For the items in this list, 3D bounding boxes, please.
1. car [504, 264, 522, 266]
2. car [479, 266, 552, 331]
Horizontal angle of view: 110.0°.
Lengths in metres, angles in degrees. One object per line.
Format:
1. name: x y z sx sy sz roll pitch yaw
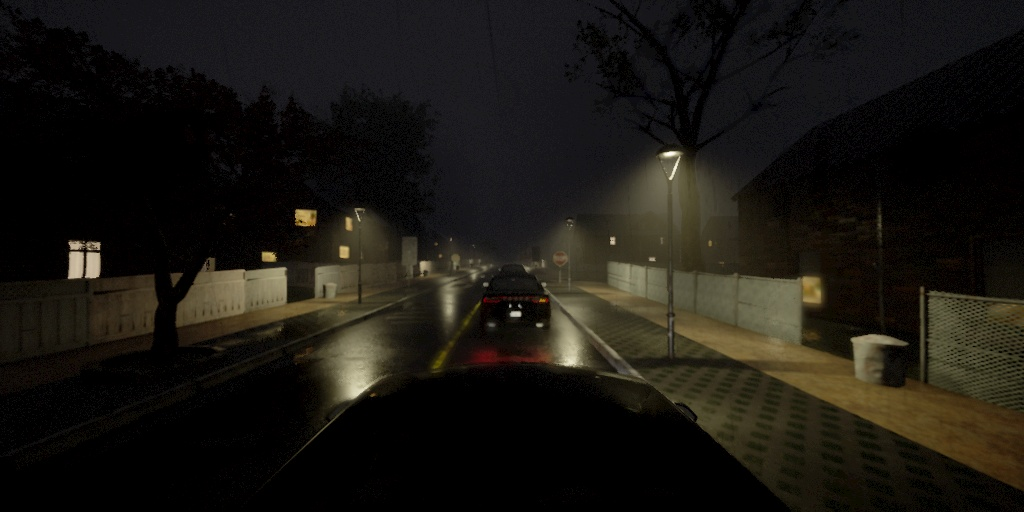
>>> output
1. car: 0.074 1.293 24.667 1.882 1.535 5.008 0 0 0
2. car: 0.090 1.253 11.119 1.882 1.535 5.008 0 0 0
